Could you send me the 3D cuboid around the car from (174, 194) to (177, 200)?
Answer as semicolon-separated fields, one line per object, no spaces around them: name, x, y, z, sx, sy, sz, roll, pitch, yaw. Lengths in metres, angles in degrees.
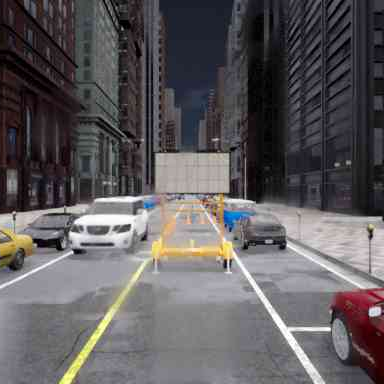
car;-5.680;1.657;87.445;1.947;1.339;4.313;0;0;0

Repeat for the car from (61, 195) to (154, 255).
car;-3.087;1.224;13.590;2.150;2.045;5.566;0;0;0

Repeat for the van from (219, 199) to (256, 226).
van;2.780;1.346;19.814;1.690;1.788;3.998;0;0;0

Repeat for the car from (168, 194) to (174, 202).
car;-5.691;1.615;76.172;1.887;1.381;4.507;0;0;0

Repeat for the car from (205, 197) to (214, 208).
car;2.796;1.569;36.723;2.008;1.369;4.403;0;0;0

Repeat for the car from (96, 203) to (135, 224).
car;-5.740;1.575;25.443;1.947;1.339;4.313;0;0;0

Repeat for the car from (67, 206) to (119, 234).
car;-5.745;1.587;19.806;1.802;1.307;4.206;0;0;0

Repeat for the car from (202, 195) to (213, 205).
car;2.807;1.575;47.995;1.887;1.381;4.507;0;0;0

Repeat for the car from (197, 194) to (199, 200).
car;2.839;1.606;81.983;1.752;1.417;4.829;0;0;0

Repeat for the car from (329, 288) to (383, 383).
car;2.764;1.545;2.906;1.887;1.381;4.507;0;0;0

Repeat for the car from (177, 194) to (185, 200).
car;-2.909;1.609;93.525;1.837;1.490;4.892;0;-1;0

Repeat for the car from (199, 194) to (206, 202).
car;2.817;1.359;59.268;2.192;1.841;5.009;0;0;0

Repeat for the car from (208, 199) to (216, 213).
car;2.791;1.595;31.087;1.802;1.307;4.206;0;0;0

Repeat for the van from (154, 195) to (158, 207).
van;-5.724;1.365;42.352;1.690;1.788;3.998;0;0;0

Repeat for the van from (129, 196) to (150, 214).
van;-5.729;1.359;36.716;1.690;1.788;3.998;0;0;0

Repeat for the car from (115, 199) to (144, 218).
car;-5.734;1.453;31.080;1.967;1.590;4.097;0;0;0

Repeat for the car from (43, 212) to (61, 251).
car;-5.750;1.569;14.169;1.947;1.339;4.313;0;0;0

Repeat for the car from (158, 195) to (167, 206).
car;-5.713;1.351;53.625;2.192;1.841;5.009;0;0;0

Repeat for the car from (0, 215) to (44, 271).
car;-5.756;1.526;8.363;1.752;1.417;4.829;0;0;0

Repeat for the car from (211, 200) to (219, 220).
car;2.785;1.560;25.451;2.008;1.369;4.403;0;0;0

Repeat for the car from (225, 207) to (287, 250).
car;2.775;1.554;14.178;2.008;1.369;4.403;0;0;0

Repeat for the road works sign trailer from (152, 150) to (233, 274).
road works sign trailer;0.010;0.466;10.566;2.380;3.560;2.880;0;0;0
